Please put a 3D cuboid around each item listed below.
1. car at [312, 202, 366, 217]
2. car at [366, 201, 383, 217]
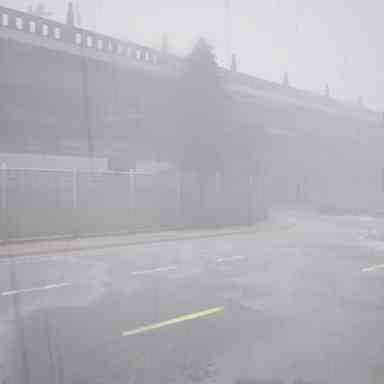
[{"bbox_3d":[13.417,1.605,31.041,1.895,1.301,4.718,0,0,-14],"label":"car"},{"bbox_3d":[17.023,1.568,31.722,1.994,1.385,4.181,0,0,-11],"label":"car"}]
